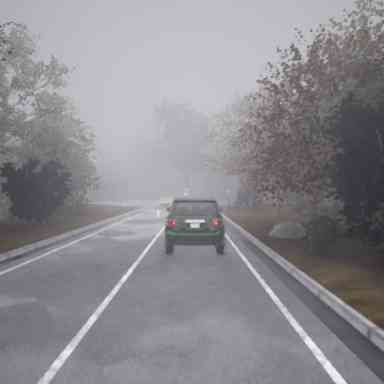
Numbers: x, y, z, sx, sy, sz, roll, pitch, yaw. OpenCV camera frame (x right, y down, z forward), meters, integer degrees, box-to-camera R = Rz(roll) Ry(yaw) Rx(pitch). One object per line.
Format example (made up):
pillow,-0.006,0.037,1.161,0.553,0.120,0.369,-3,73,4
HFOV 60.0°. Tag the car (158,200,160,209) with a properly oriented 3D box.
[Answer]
car,-3.503,1.457,44.941,1.882,1.535,5.008,0,0,0

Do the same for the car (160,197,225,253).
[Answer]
car,0.100,1.214,13.767,2.150,2.045,5.566,0,0,0

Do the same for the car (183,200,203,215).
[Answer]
car,0.098,1.581,34.003,1.895,1.301,4.718,0,0,0
